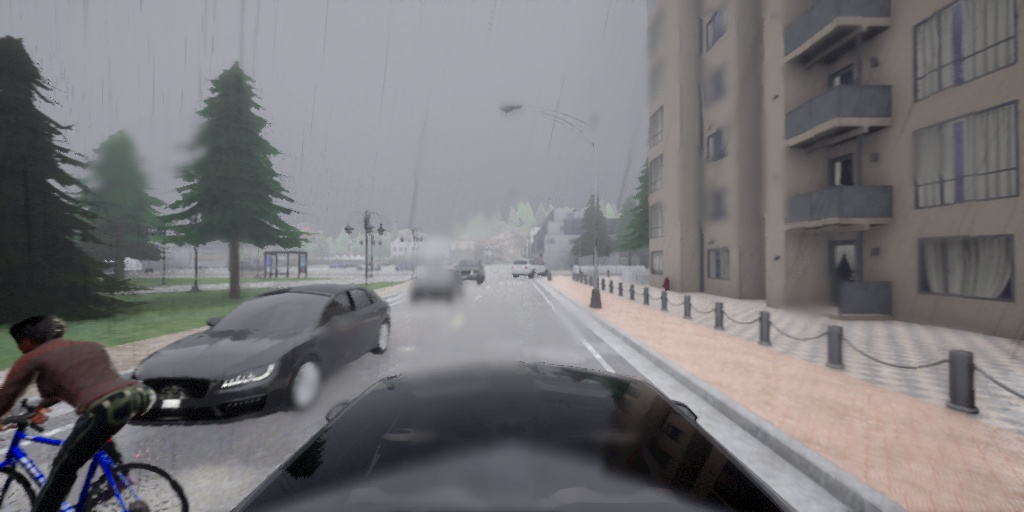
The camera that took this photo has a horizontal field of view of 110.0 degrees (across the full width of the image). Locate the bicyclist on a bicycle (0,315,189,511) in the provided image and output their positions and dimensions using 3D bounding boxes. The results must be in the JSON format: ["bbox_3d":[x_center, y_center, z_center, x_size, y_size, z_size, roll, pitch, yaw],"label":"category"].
[{"bbox_3d":[-2.900,1.209,2.313,1.656,1.620,0.582,0,-1,0],"label":"bicyclist on a bicycle"}]

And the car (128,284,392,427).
[{"bbox_3d":[-3.595,1.300,6.217,1.837,1.490,4.892,0,0,0],"label":"car"}]

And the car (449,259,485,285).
[{"bbox_3d":[-3.484,1.277,30.083,2.150,2.045,5.566,0,-1,0],"label":"car"}]

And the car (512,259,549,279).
[{"bbox_3d":[2.111,1.379,39.215,2.150,2.045,5.566,-2,-2,31],"label":"car"}]

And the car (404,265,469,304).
[{"bbox_3d":[-3.511,1.398,17.610,1.882,1.535,5.008,0,-1,1],"label":"car"}]
